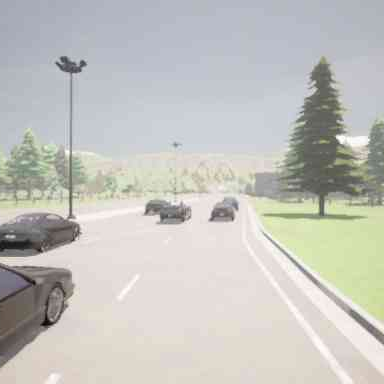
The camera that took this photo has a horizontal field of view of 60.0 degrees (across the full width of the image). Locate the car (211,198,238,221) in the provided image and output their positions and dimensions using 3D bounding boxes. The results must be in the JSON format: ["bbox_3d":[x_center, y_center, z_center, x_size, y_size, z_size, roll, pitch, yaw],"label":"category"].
[{"bbox_3d":[2.570,1.512,27.160,1.812,1.442,4.674,0,0,9],"label":"car"}]

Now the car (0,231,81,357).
[{"bbox_3d":[-3.248,1.539,3.994,2.033,1.411,5.357,0,0,2],"label":"car"}]

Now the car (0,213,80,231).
[{"bbox_3d":[-6.224,1.544,13.715,1.994,1.385,4.181,0,0,4],"label":"car"}]

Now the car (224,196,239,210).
[{"bbox_3d":[4.636,1.332,40.553,2.097,1.767,4.553,0,0,9],"label":"car"}]

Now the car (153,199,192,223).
[{"bbox_3d":[-1.183,1.472,25.721,2.128,1.511,4.902,0,0,8],"label":"car"}]

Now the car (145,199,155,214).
[{"bbox_3d":[-3.447,1.476,34.120,1.837,1.490,4.892,0,0,9],"label":"car"}]
